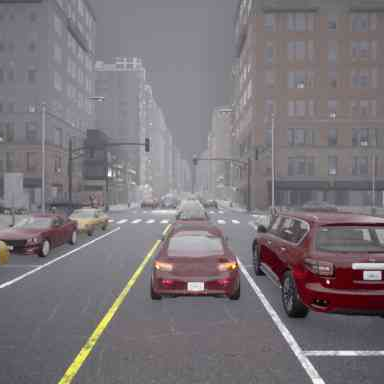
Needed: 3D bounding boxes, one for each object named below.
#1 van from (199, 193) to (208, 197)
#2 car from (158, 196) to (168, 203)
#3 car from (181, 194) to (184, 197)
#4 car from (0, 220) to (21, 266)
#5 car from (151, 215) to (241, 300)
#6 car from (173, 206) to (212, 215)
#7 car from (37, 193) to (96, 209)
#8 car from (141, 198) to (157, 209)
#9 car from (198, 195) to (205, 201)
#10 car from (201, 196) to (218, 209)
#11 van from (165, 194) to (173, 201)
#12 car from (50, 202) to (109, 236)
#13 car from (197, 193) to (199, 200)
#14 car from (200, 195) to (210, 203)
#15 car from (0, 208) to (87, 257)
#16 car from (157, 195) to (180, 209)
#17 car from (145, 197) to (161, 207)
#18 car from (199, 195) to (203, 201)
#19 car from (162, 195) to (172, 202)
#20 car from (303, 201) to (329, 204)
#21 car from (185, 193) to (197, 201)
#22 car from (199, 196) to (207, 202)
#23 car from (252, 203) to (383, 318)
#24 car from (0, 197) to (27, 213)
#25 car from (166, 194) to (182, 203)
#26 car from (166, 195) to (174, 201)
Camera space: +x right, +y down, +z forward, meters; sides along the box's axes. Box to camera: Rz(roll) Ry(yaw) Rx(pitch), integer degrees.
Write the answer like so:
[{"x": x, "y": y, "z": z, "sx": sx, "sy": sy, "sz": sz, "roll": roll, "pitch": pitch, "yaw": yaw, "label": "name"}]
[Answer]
[{"x": 2.608, "y": 1.357, "z": 62.604, "sx": 1.690, "sy": 1.788, "sz": 3.998, "roll": 1, "pitch": 0, "yaw": 0, "label": "van"}, {"x": -5.927, "y": 1.600, "z": 68.274, "sx": 1.802, "sy": 1.307, "sz": 4.206, "roll": 1, "pitch": 0, "yaw": 0, "label": "car"}, {"x": -3.105, "y": 1.565, "z": 65.774, "sx": 2.033, "sy": 1.411, "sz": 5.357, "roll": 0, "pitch": 0, "yaw": 1, "label": "car"}, {"x": -5.857, "y": 1.526, "z": 7.144, "sx": 1.752, "sy": 1.417, "sz": 4.829, "roll": 1, "pitch": 0, "yaw": 0, "label": "car"}, {"x": 0.076, "y": 1.527, "z": 8.268, "sx": 1.812, "sy": 1.442, "sz": 4.674, "roll": 0, "pitch": 0, "yaw": 0, "label": "car"}, {"x": 0.043, "y": 1.605, "z": 17.446, "sx": 1.895, "sy": 1.301, "sz": 4.718, "roll": 0, "pitch": 0, "yaw": 0, "label": "car"}, {"x": -12.307, "y": 1.144, "z": 32.930, "sx": 5.566, "sy": 2.045, "sz": 2.150, "roll": 1, "pitch": -1, "yaw": 1, "label": "car"}, {"x": -5.901, "y": 1.555, "z": 45.583, "sx": 1.887, "sy": 1.381, "sz": 4.507, "roll": 1, "pitch": 0, "yaw": 0, "label": "car"}, {"x": 2.573, "y": 1.598, "z": 90.970, "sx": 1.947, "sy": 1.339, "sz": 4.313, "roll": 1, "pitch": 0, "yaw": 0, "label": "car"}, {"x": 2.625, "y": 1.592, "z": 45.583, "sx": 1.802, "sy": 1.307, "sz": 4.206, "roll": 1, "pitch": 0, "yaw": 0, "label": "car"}, {"x": -5.944, "y": 1.370, "z": 85.293, "sx": 1.690, "sy": 1.788, "sz": 3.998, "roll": 1, "pitch": 0, "yaw": 0, "label": "van"}, {"x": -5.870, "y": 1.529, "z": 18.393, "sx": 1.752, "sy": 1.417, "sz": 4.829, "roll": 1, "pitch": 0, "yaw": 0, "label": "car"}, {"x": 2.602, "y": 1.334, "z": 68.277, "sx": 2.192, "sy": 1.841, "sz": 5.009, "roll": 1, "pitch": 0, "yaw": 0, "label": "car"}, {"x": 2.618, "y": 1.594, "z": 51.257, "sx": 1.802, "sy": 1.307, "sz": 4.206, "roll": 1, "pitch": 0, "yaw": 0, "label": "car"}, {"x": -5.864, "y": 1.547, "z": 12.938, "sx": 1.887, "sy": 1.381, "sz": 4.507, "roll": 1, "pitch": 0, "yaw": 0, "label": "car"}, {"x": -3.135, "y": 1.502, "z": 45.495, "sx": 2.128, "sy": 1.511, "sz": 4.902, "roll": 0, "pitch": 0, "yaw": 1, "label": "car"}, {"x": -5.907, "y": 1.556, "z": 51.256, "sx": 1.887, "sy": 1.381, "sz": 4.507, "roll": 1, "pitch": 0, "yaw": 0, "label": "car"}, {"x": 2.612, "y": 1.596, "z": 56.930, "sx": 1.802, "sy": 1.307, "sz": 4.206, "roll": 1, "pitch": 0, "yaw": 0, "label": "car"}, {"x": -5.938, "y": 1.465, "z": 79.620, "sx": 1.967, "sy": 1.590, "sz": 4.097, "roll": 1, "pitch": 0, "yaw": 0, "label": "car"}, {"x": 11.667, "y": 1.638, "z": 32.710, "sx": 4.892, "sy": 1.490, "sz": 1.837, "roll": 0, "pitch": -1, "yaw": -2, "label": "car"}, {"x": -0.095, "y": 1.569, "z": 85.314, "sx": 2.033, "sy": 1.411, "sz": 5.357, "roll": 0, "pitch": 0, "yaw": 0, "label": "car"}, {"x": 2.586, "y": 1.607, "z": 79.623, "sx": 1.802, "sy": 1.307, "sz": 4.206, "roll": 1, "pitch": 0, "yaw": 0, "label": "car"}, {"x": 2.670, "y": 1.317, "z": 7.315, "sx": 2.192, "sy": 1.841, "sz": 5.009, "roll": 1, "pitch": 0, "yaw": 0, "label": "car"}, {"x": -17.294, "y": 1.197, "z": 29.740, "sx": 4.553, "sy": 1.767, "sz": 2.097, "roll": 1, "pitch": -1, "yaw": 0, "label": "car"}, {"x": -3.151, "y": 1.561, "z": 55.346, "sx": 2.033, "sy": 1.411, "sz": 5.357, "roll": 0, "pitch": 0, "yaw": 0, "label": "car"}, {"x": -5.952, "y": 1.614, "z": 90.965, "sx": 1.802, "sy": 1.307, "sz": 4.206, "roll": 1, "pitch": 0, "yaw": 0, "label": "car"}]
